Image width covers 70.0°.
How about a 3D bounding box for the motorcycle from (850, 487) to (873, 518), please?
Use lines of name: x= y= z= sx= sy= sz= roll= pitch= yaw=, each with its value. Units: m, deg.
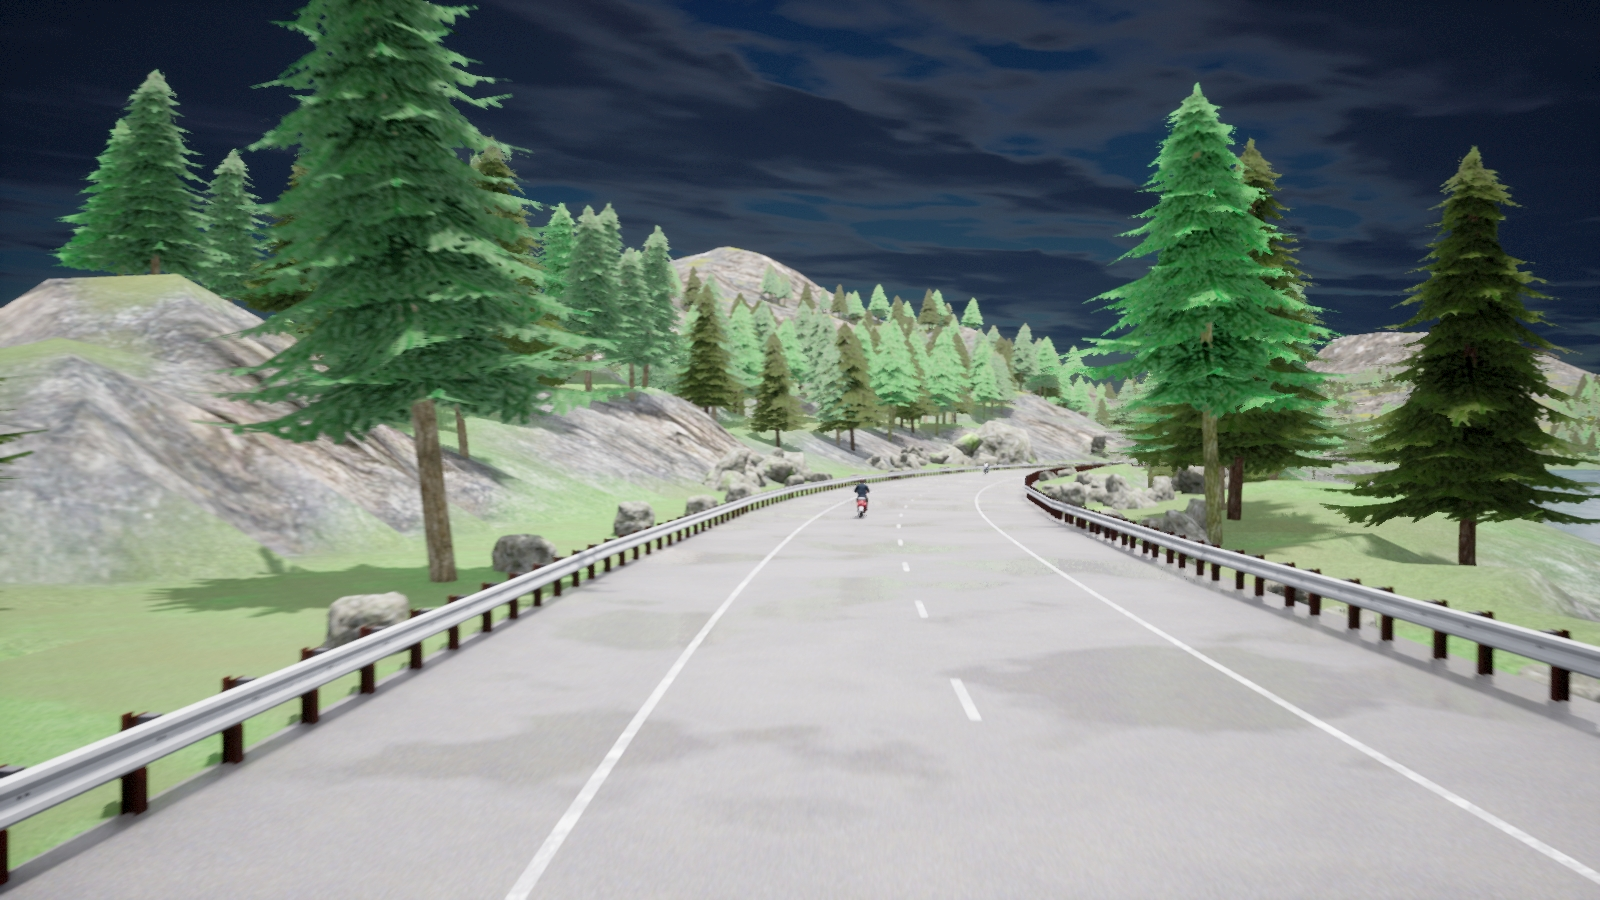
motorcycle: x=2.593 y=2.182 z=47.839 sx=0.856 sy=1.236 sz=1.805 roll=0 pitch=0 yaw=6
